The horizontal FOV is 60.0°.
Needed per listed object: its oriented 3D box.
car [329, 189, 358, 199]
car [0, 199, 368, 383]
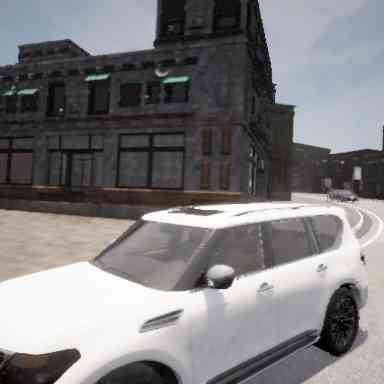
[{"bbox_3d":[18.632,0.461,40.941,2.128,1.511,4.902,3,2,1],"label":"car"},{"bbox_3d":[0.210,1.218,4.383,5.566,2.045,2.150,-1,0,-39],"label":"car"}]
